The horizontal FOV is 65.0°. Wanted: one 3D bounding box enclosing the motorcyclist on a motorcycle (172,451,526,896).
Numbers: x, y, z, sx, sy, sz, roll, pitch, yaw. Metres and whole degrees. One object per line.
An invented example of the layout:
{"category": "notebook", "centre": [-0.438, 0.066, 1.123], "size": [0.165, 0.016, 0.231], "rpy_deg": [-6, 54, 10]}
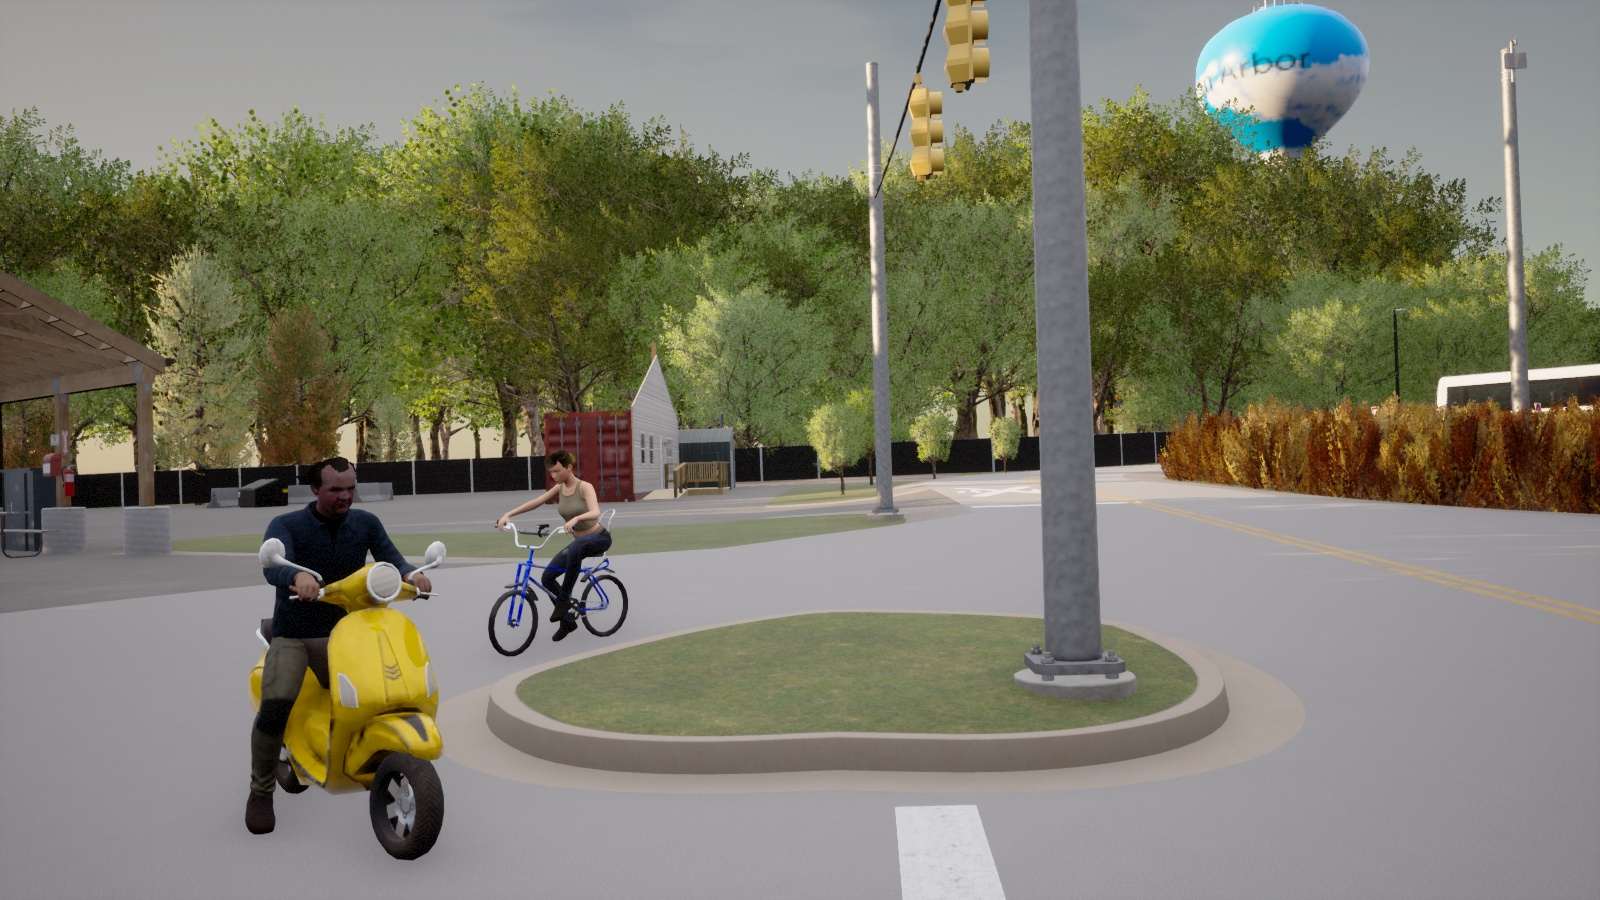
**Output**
{"category": "motorcyclist on a motorcycle", "centre": [-2.028, 0.809, 5.479], "size": [0.866, 1.590, 1.817], "rpy_deg": [0, 0, -40]}

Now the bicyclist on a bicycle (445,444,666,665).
{"category": "bicyclist on a bicycle", "centre": [-1.979, 0.793, 10.329], "size": [0.866, 1.612, 1.509], "rpy_deg": [-1, 2, 39]}

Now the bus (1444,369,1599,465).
{"category": "bus", "centre": [37.733, -1.666, 61.800], "size": [10.273, 4.253, 3.944], "rpy_deg": [-4, -1, 32]}
